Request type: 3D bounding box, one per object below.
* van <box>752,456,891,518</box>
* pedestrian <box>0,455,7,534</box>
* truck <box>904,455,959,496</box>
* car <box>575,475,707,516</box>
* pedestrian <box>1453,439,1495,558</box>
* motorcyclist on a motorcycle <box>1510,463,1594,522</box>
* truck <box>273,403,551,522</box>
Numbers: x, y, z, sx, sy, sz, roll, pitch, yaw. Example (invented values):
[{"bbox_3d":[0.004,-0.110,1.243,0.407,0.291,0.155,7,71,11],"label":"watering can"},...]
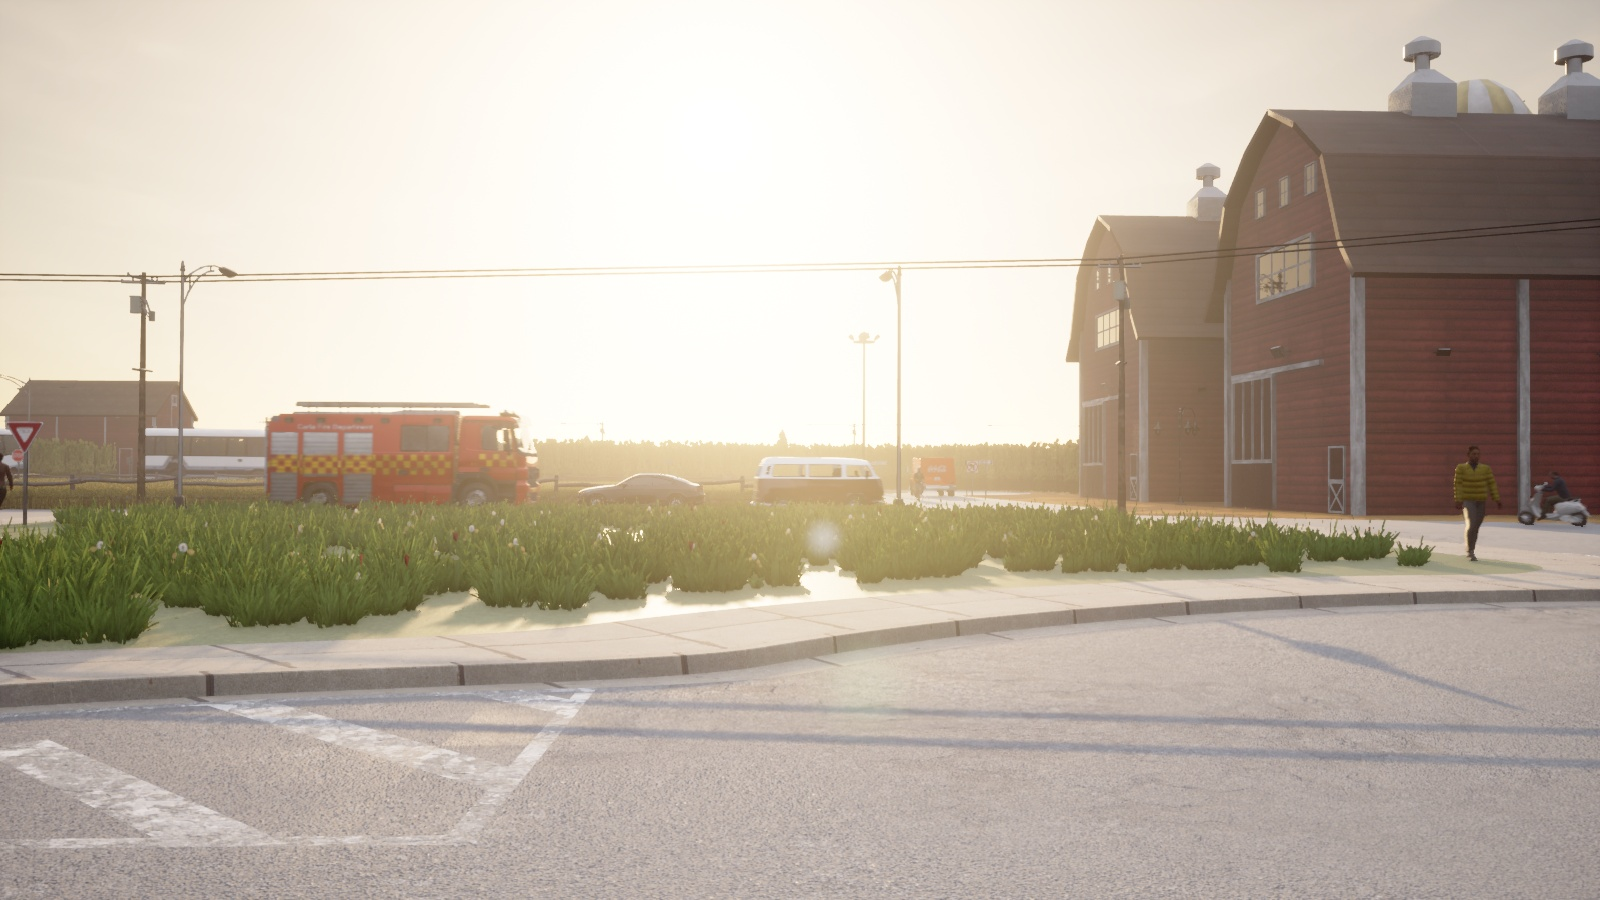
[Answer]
[{"bbox_3d":[0.698,1.251,43.092,4.480,2.038,2.069,0,0,-9],"label":"van"},{"bbox_3d":[-18.640,1.033,29.141,0.328,1.805,0.869,0,-1,-27],"label":"pedestrian"},{"bbox_3d":[8.275,1.627,79.514,2.627,2.467,5.204,-1,-1,-3],"label":"truck"},{"bbox_3d":[-5.769,1.633,45.931,4.674,1.442,1.812,0,-1,-3],"label":"car"},{"bbox_3d":[10.665,0.760,19.892,0.431,1.840,0.709,-1,-1,16],"label":"pedestrian"},{"bbox_3d":[21.193,1.196,35.425,0.866,1.590,1.817,-2,0,-42],"label":"motorcyclist on a motorcycle"},{"bbox_3d":[-12.830,0.407,42.143,8.468,3.827,2.891,0,-1,-3],"label":"truck"}]
